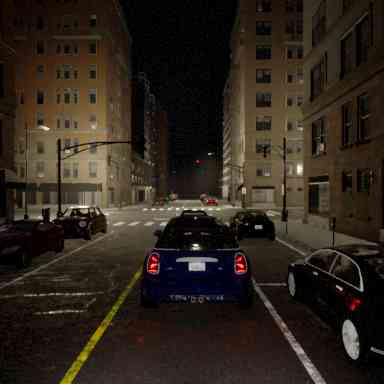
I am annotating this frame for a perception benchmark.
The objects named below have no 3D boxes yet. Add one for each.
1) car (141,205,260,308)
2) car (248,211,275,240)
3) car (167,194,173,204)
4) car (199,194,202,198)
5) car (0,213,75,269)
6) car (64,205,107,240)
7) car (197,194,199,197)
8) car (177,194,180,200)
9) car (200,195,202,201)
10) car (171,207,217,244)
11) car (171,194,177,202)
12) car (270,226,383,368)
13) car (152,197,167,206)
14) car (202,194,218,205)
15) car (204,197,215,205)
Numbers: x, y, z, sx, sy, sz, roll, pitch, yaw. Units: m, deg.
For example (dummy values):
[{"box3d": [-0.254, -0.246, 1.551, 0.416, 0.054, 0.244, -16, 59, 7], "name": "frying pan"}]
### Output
[{"box3d": [0.105, 1.352, 8.064, 2.097, 1.767, 4.553, 0, 0, 0], "name": "car"}, {"box3d": [2.910, 1.566, 16.573, 1.947, 1.339, 4.313, 0, 0, 0], "name": "car"}, {"box3d": [-5.399, 1.607, 64.522, 2.008, 1.369, 4.403, 0, 0, 0], "name": "car"}, {"box3d": [3.181, 1.524, 75.299, 1.967, 1.590, 4.097, 0, 0, 0], "name": "car"}, {"box3d": [-5.634, 1.582, 11.101, 1.802, 1.307, 4.206, 0, 0, 0], "name": "car"}, {"box3d": [-5.616, 1.441, 16.603, 1.967, 1.590, 4.097, 0, 0, 0], "name": "car"}, {"box3d": [3.264, 1.457, 91.526, 2.192, 1.841, 5.009, 0, 0, 0], "name": "car"}, {"box3d": [-5.260, 1.457, 91.565, 2.192, 1.841, 5.009, 0, 0, 0], "name": "car"}, {"box3d": [3.126, 1.607, 64.481, 2.008, 1.369, 4.403, 0, 0, 0], "name": "car"}, {"box3d": [0.100, 1.565, 16.647, 1.994, 1.385, 4.181, 0, 0, 1], "name": "car"}, {"box3d": [-5.316, 1.626, 80.577, 1.752, 1.417, 4.829, 0, 0, 0], "name": "car"}, {"box3d": [2.873, 1.551, 5.571, 2.008, 1.369, 4.403, 0, 0, 0], "name": "car"}, {"box3d": [-5.455, 1.618, 53.705, 1.802, 1.307, 4.206, 0, 0, 0], "name": "car"}, {"box3d": [3.069, 1.476, 53.663, 1.967, 1.590, 4.097, 0, 0, 0], "name": "car"}, {"box3d": [3.098, 1.571, 59.243, 1.752, 1.417, 4.829, 0, 0, 0], "name": "car"}]
